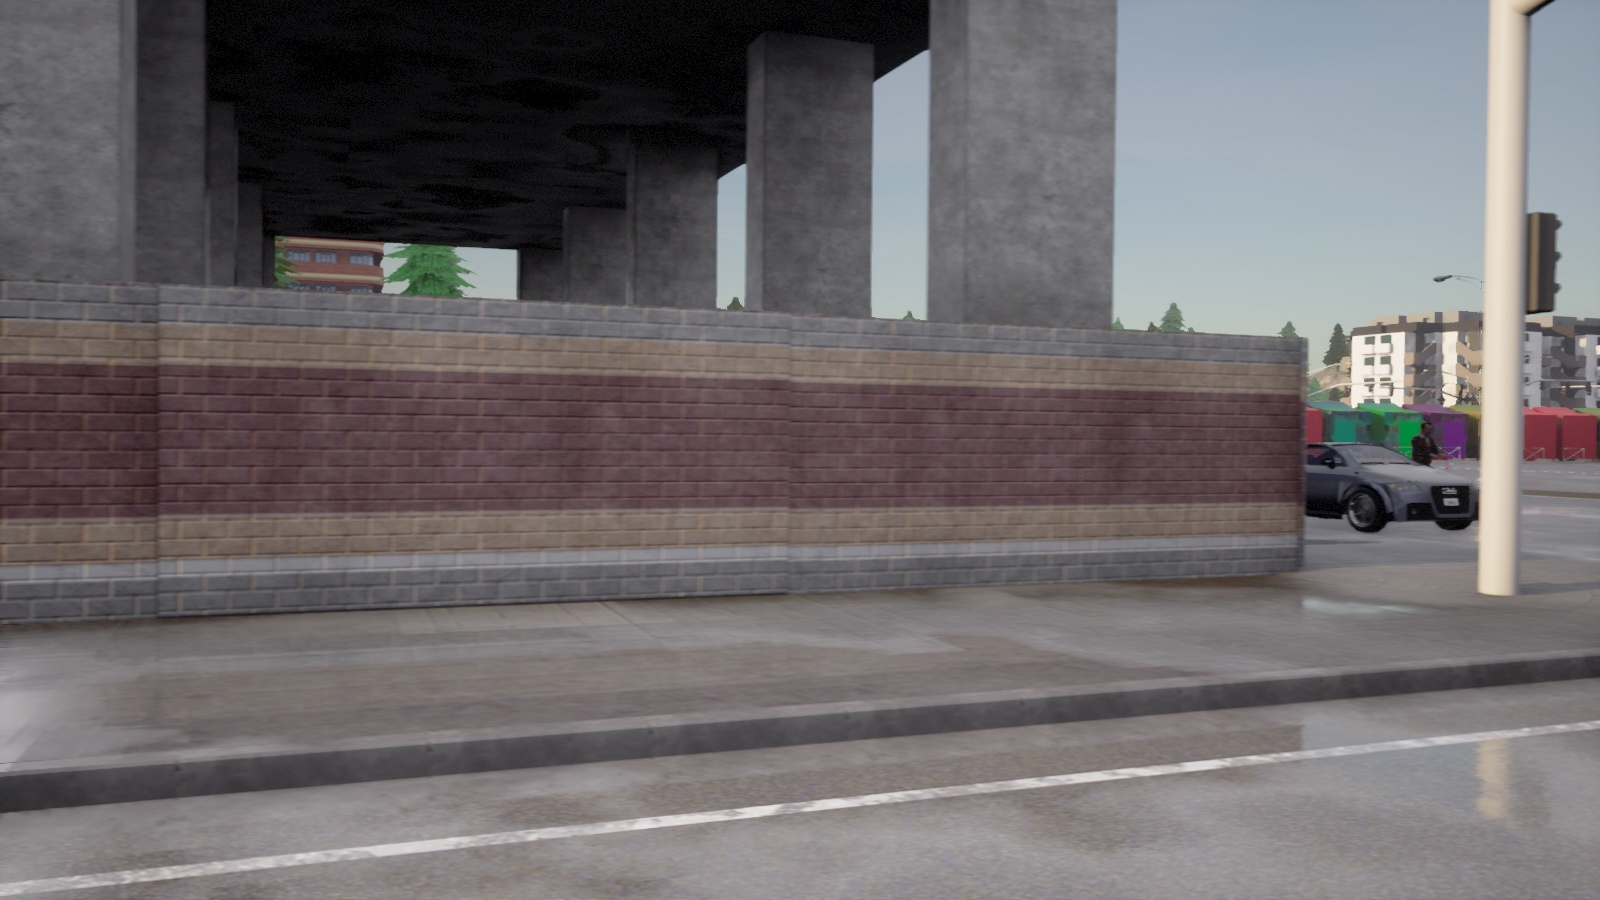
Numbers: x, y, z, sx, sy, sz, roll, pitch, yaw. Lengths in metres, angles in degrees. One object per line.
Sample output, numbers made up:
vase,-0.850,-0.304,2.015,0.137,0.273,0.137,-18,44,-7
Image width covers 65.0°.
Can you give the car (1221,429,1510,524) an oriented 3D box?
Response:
car,9.221,0.367,20.874,1.994,1.385,4.181,-1,1,-21
